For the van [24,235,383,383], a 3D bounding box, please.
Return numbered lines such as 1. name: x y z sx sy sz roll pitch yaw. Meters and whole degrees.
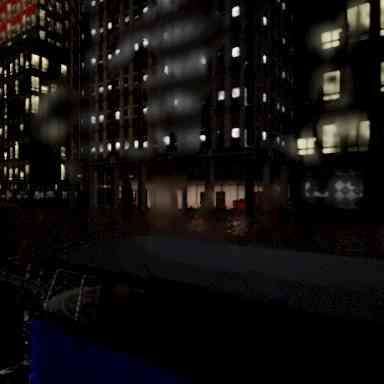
1. van: 0.318 1.343 2.641 3.998 1.788 1.690 0 0 36
